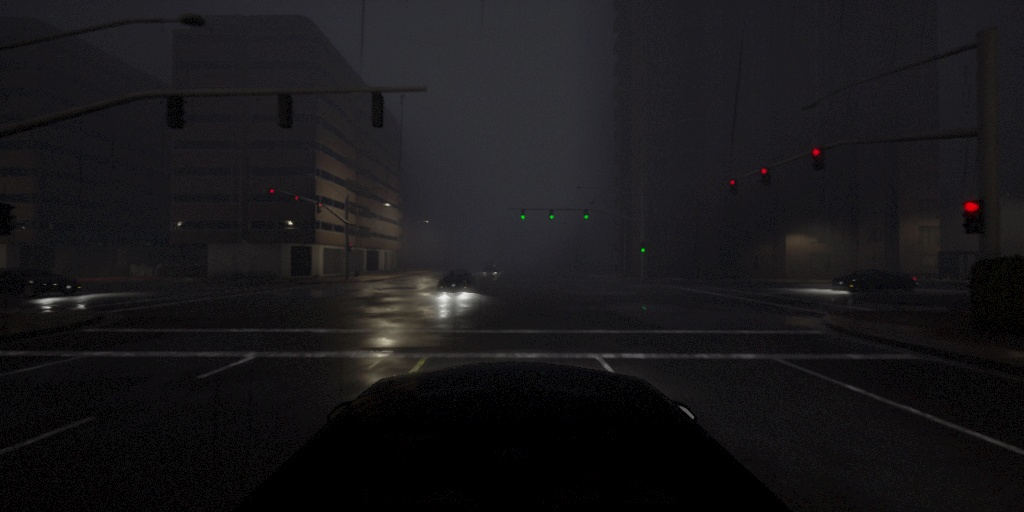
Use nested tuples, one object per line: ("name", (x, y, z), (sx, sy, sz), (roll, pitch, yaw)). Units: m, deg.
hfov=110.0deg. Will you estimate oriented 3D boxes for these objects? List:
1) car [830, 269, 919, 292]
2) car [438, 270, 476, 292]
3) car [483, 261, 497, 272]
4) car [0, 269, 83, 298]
("car", (22.868, 1.529, 22.746), (4.181, 1.385, 1.994), (0, -1, 1))
("car", (-3.496, 1.578, 23.361), (1.994, 1.385, 4.181), (0, -1, 0))
("car", (-3.491, 1.587, 56.926), (2.097, 1.767, 4.553), (0, -1, 0))
("car", (-26.571, 1.437, 19.555), (4.892, 1.490, 1.837), (0, -1, 1))
